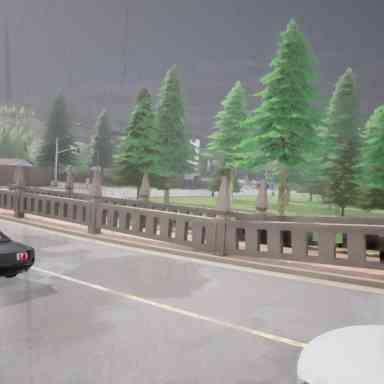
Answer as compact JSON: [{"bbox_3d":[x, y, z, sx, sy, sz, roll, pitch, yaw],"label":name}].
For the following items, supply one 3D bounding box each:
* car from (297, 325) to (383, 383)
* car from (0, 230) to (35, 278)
[{"bbox_3d":[2.974,1.526,1.874,4.674,1.442,1.812,0,0,35],"label":"car"},{"bbox_3d":[-6.006,1.382,8.241,4.718,1.301,1.895,3,2,35],"label":"car"}]
